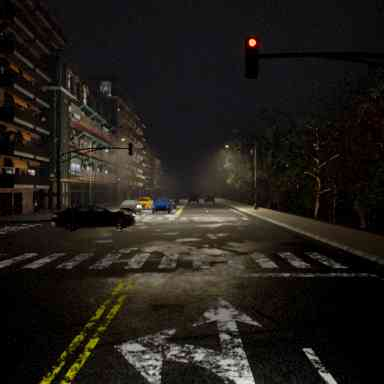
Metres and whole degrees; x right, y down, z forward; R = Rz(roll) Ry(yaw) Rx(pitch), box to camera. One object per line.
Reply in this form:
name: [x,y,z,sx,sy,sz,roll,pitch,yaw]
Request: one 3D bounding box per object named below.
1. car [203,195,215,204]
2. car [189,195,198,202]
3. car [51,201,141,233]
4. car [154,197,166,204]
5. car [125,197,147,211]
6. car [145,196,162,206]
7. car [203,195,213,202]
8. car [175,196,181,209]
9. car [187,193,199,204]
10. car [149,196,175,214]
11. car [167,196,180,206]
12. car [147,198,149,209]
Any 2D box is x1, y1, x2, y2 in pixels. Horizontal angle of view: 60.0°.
car: [3.531,1.525,66.094,1.837,1.490,4.892,0,0,0]
car: [0.327,1.483,76.529,2.128,1.511,4.902,0,0,0]
car: [-5.952,1.550,20.249,4.902,1.511,2.128,-1,1,-25]
car: [-6.224,1.620,65.052,1.895,1.301,4.718,0,0,0]
car: [-6.444,1.552,34.935,2.033,1.411,5.357,0,0,0]
car: [-6.270,1.505,54.728,2.128,1.511,4.902,0,0,0]
car: [3.576,1.498,76.514,2.033,1.411,5.357,0,0,0]
car: [-3.099,1.500,45.855,2.128,1.511,4.902,0,0,1]
car: [0.281,1.242,66.140,2.150,2.045,5.566,0,0,0]
car: [-3.186,1.482,36.374,1.882,1.535,5.008,0,0,1]
car: [-3.014,1.518,55.916,1.837,1.490,4.892,0,0,0]
car: [-6.362,1.485,44.588,1.882,1.535,5.008,0,0,1]
